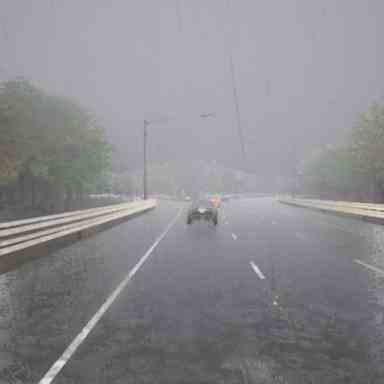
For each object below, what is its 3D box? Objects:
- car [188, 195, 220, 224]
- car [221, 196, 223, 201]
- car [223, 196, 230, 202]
[{"bbox_3d":[0.845,1.361,25.098,2.097,1.767,4.553,0,0,4],"label":"car"},{"bbox_3d":[3.131,1.371,49.496,2.097,1.767,4.553,0,0,7],"label":"car"},{"bbox_3d":[8.154,1.639,80.351,1.895,1.301,4.718,0,0,12],"label":"car"}]
